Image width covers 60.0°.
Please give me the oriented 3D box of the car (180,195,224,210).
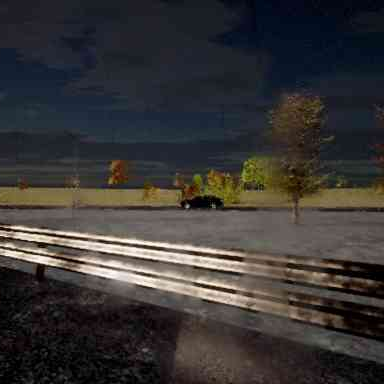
[{"bbox_3d":[1.090,1.130,36.595,4.892,1.490,1.837,0,0,12],"label":"car"}]
